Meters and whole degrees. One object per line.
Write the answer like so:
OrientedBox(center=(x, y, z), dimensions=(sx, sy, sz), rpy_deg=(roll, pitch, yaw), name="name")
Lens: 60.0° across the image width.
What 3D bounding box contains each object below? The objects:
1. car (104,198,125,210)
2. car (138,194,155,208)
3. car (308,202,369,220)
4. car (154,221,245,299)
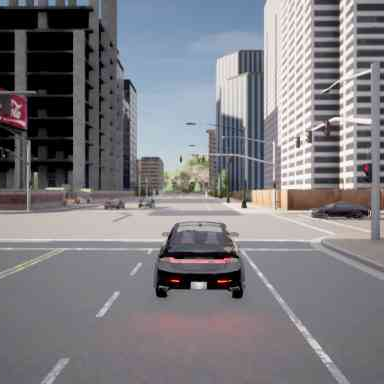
OrientedBox(center=(-9.991, 1.526, 43.089), dimensions=(1.812, 1.442, 4.674), rpy_deg=(0, 0, 1), name="car")
OrientedBox(center=(-6.420, 1.491, 47.534), dimensions=(2.128, 1.511, 4.902), rpy_deg=(0, 0, 1), name="car")
OrientedBox(center=(12.025, 1.525, 27.379), dimensions=(4.674, 1.442, 1.812), rpy_deg=(0, 0, 1), name="car")
OrientedBox(center=(0.205, 1.491, 8.485), dimensions=(2.128, 1.511, 4.902), rpy_deg=(0, 0, 2), name="car")
